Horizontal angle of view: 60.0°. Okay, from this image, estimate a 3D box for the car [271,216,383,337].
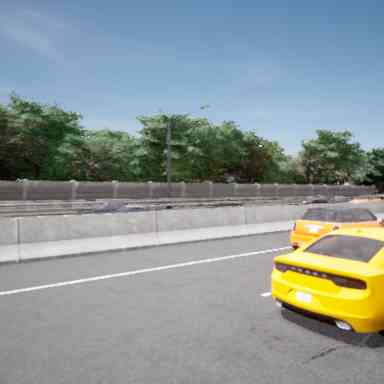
[{"bbox_3d":[3.724,1.442,6.549,5.008,1.535,1.882,0,0,-36],"label":"car"}]

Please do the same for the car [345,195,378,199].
[{"bbox_3d":[21.498,1.164,41.100,4.553,1.767,2.097,0,0,-36],"label":"car"}]

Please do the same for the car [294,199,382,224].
[{"bbox_3d":[5.777,1.289,12.346,4.553,1.767,2.097,0,0,-36],"label":"car"}]

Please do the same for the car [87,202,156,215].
[{"bbox_3d":[-4.270,1.536,22.410,4.718,1.301,1.895,0,0,-35],"label":"car"}]

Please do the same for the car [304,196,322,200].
[{"bbox_3d":[17.257,1.297,46.663,4.902,1.511,2.128,0,0,-35],"label":"car"}]

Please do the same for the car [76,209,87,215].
[{"bbox_3d":[-6.048,1.478,25.438,5.357,1.411,2.033,0,0,-35],"label":"car"}]

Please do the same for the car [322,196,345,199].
[{"bbox_3d":[19.593,1.371,44.046,4.181,1.385,1.994,0,0,-36],"label":"car"}]
